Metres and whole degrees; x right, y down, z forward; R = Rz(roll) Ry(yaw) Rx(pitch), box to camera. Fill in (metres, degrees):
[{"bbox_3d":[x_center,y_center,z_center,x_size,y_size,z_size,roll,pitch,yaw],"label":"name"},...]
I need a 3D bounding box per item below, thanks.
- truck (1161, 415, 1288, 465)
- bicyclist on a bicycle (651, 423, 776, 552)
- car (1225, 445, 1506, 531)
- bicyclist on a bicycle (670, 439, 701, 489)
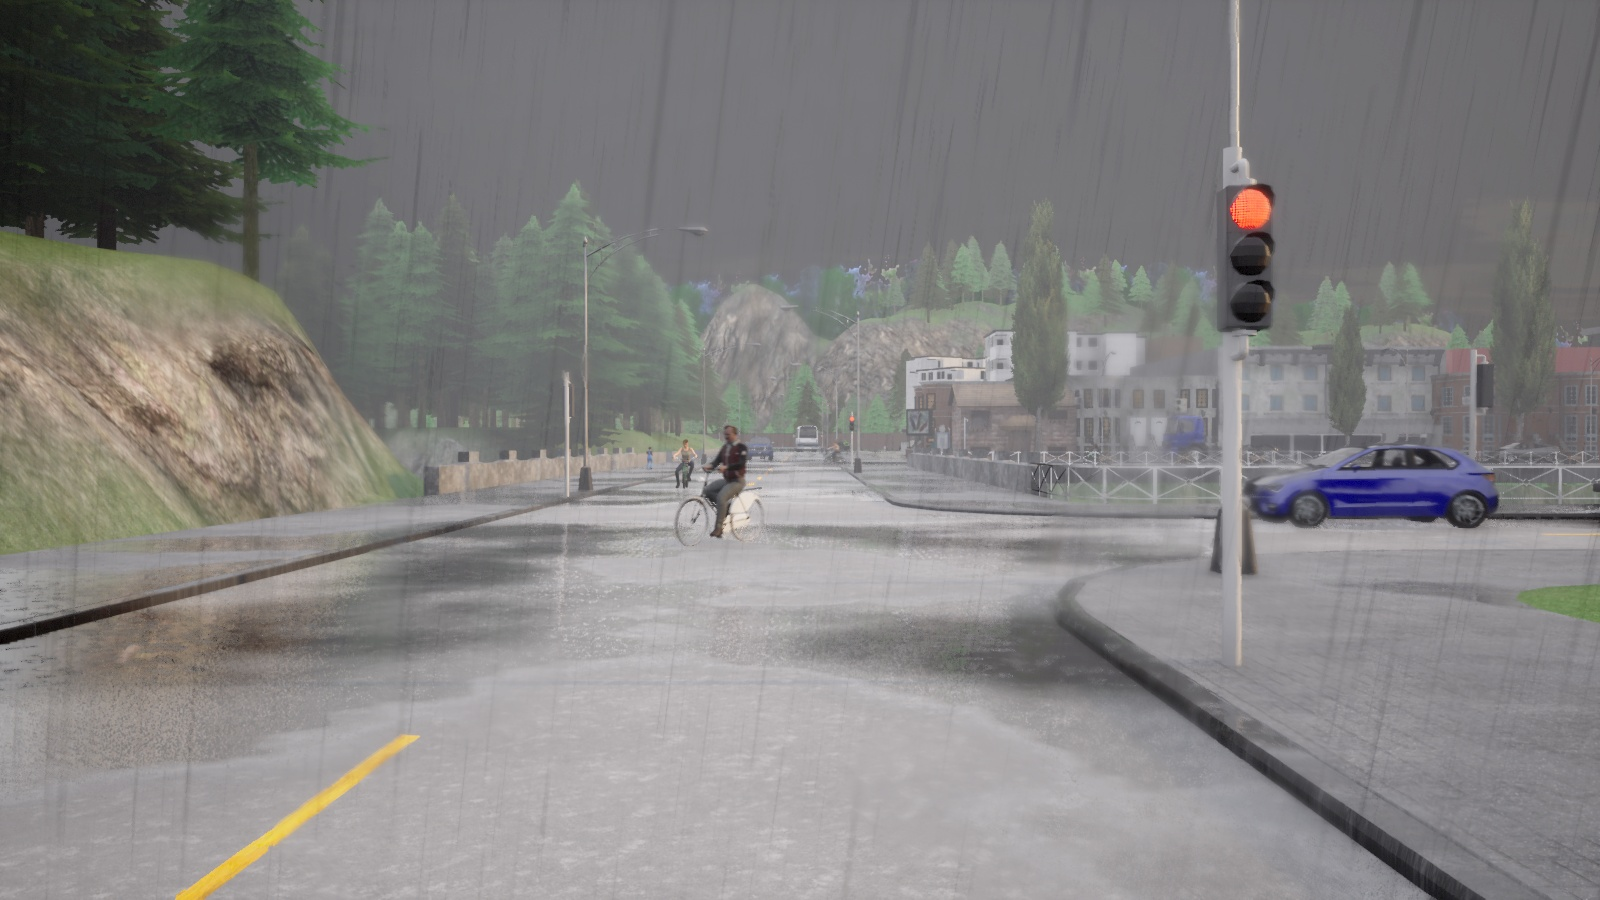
[{"bbox_3d":[29.649,-0.709,87.929,7.936,3.462,2.891,0,0,0],"label":"truck"},{"bbox_3d":[-1.236,0.513,18.307,0.659,1.776,1.843,2,1,42],"label":"bicyclist on a bicycle"},{"bbox_3d":[9.981,0.642,22.392,4.193,1.474,1.816,0,0,0],"label":"car"},{"bbox_3d":[-3.753,0.448,41.180,0.866,1.612,1.509,0,0,0],"label":"bicyclist on a bicycle"}]
